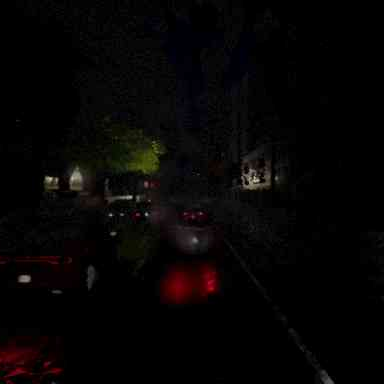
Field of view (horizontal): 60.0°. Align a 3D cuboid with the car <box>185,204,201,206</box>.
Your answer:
[{"bbox_3d":[0.081,1.722,29.209,1.895,1.301,4.718,0,0,0],"label":"car"}]

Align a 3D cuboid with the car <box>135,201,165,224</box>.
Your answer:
[{"bbox_3d":[-3.184,1.656,25.935,2.033,1.411,5.357,0,0,0],"label":"car"}]

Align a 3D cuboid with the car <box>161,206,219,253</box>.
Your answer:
[{"bbox_3d":[0.081,1.546,14.078,2.128,1.511,4.902,0,-1,0],"label":"car"}]

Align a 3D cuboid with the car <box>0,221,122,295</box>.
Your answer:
[{"bbox_3d":[-3.199,1.515,8.878,1.882,1.535,5.008,0,0,0],"label":"car"}]

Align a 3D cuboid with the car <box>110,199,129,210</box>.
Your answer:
[{"bbox_3d":[-9.841,1.657,45.472,1.882,1.535,5.008,0,0,0],"label":"car"}]
